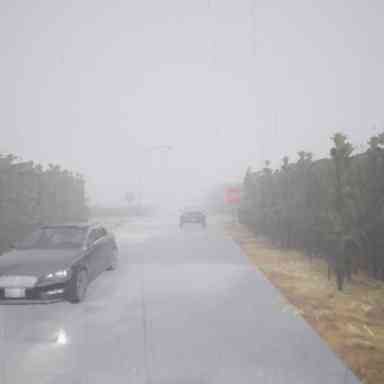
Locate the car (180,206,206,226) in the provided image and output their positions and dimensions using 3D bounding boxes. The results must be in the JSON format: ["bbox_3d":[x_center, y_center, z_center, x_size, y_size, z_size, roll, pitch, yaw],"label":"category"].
[{"bbox_3d":[0.065,1.744,24.874,1.812,1.442,4.674,0,-1,0],"label":"car"}]

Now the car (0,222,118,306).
[{"bbox_3d":[-3.197,1.579,8.470,2.128,1.511,4.902,0,0,0],"label":"car"}]
